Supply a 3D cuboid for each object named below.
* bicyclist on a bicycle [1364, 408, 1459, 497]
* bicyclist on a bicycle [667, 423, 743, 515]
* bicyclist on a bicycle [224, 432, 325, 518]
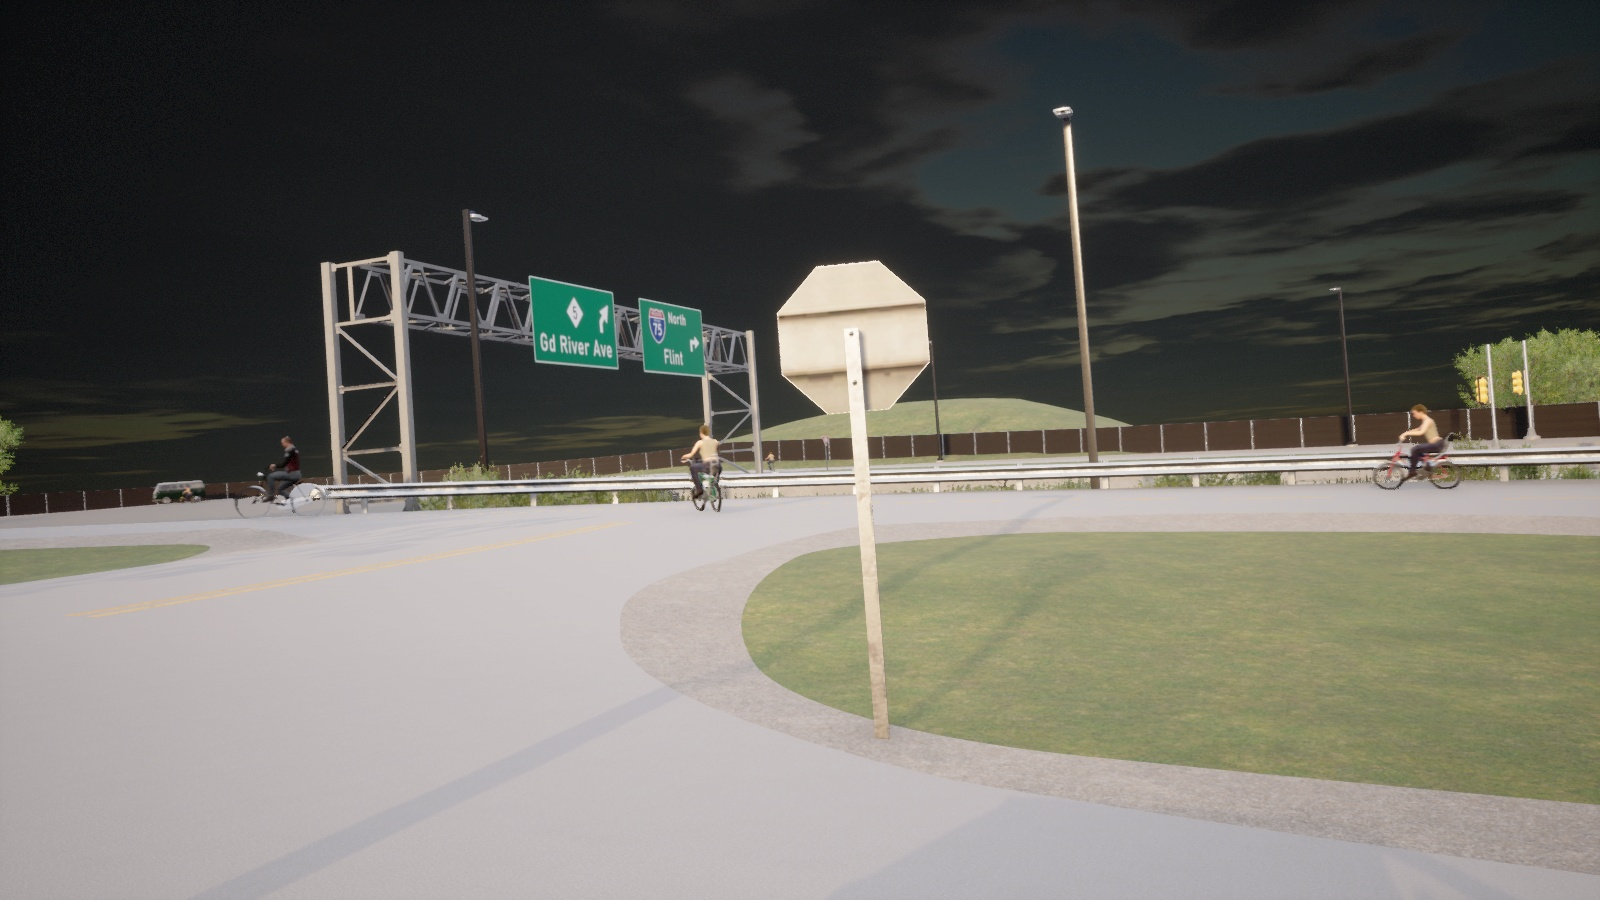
[{"bbox_3d":[11.475,0.045,23.555,1.509,1.612,0.866,-1,1,30],"label":"bicyclist on a bicycle"},{"bbox_3d":[-1.780,0.340,23.320,0.866,1.612,1.509,-3,0,-24],"label":"bicyclist on a bicycle"},{"bbox_3d":[-11.247,0.524,26.917,1.843,1.776,0.659,-1,-1,-9],"label":"bicyclist on a bicycle"}]
